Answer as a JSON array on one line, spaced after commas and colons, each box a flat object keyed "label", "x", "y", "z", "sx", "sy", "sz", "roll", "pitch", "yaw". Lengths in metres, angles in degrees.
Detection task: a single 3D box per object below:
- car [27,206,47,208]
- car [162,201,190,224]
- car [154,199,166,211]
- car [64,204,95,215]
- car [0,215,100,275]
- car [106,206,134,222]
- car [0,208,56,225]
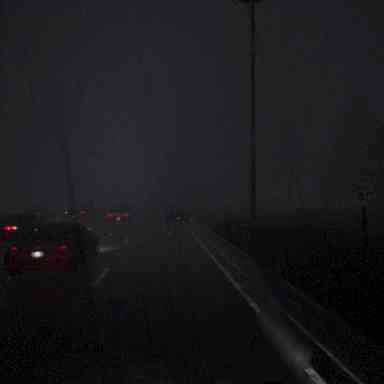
[{"label": "car", "x": -13.045, "y": 1.840, "z": 28.156, "sx": 1.994, "sy": 1.385, "sz": 4.181, "roll": 0, "pitch": 0, "yaw": -6}, {"label": "car", "x": -1.218, "y": 1.740, "z": 26.675, "sx": 1.812, "sy": 1.442, "sz": 4.674, "roll": 0, "pitch": 0, "yaw": -6}, {"label": "car", "x": -4.489, "y": 1.991, "z": 47.606, "sx": 1.895, "sy": 1.301, "sz": 4.718, "roll": 0, "pitch": 0, "yaw": -5}, {"label": "car", "x": -9.563, "y": 1.790, "z": 28.522, "sx": 1.812, "sy": 1.442, "sz": 4.674, "roll": 0, "pitch": 0, "yaw": -6}, {"label": "car", "x": -4.350, "y": 1.669, "z": 10.966, "sx": 1.994, "sy": 1.385, "sz": 4.181, "roll": 0, "pitch": 0, "yaw": -5}, {"label": "car", "x": -6.048, "y": 1.850, "z": 28.549, "sx": 1.895, "sy": 1.301, "sz": 4.718, "roll": 0, "pitch": 0, "yaw": -6}, {"label": "car", "x": -8.357, "y": 1.687, "z": 15.954, "sx": 1.812, "sy": 1.442, "sz": 4.674, "roll": 0, "pitch": -1, "yaw": -5}]
